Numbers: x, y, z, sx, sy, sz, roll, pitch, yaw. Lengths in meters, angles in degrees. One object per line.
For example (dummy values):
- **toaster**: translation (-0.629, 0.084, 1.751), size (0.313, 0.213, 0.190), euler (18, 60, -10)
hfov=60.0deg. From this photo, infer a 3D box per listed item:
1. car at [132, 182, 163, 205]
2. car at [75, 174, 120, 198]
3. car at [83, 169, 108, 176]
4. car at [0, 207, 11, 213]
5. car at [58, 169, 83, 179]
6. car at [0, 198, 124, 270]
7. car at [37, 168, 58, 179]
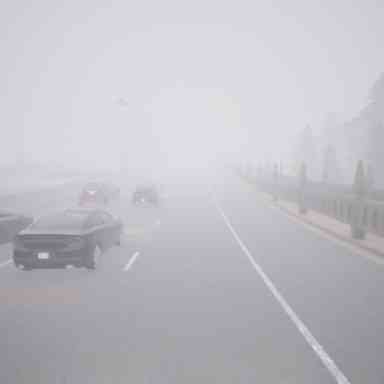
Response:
- **car**: translation (-3.334, 0.009, 25.207), size (1.837, 1.490, 4.892), euler (0, 7, 1)
- **car**: translation (-6.838, -0.125, 25.004), size (2.097, 1.767, 4.553), euler (0, 6, 1)
- **car**: translation (-13.845, -2.677, 48.600), size (1.895, 1.301, 4.718), euler (0, 7, 1)
- **car**: translation (-6.907, 1.177, 10.879), size (2.128, 1.511, 4.902), euler (0, 3, 1)
- **car**: translation (-17.342, -2.677, 48.626), size (1.895, 1.301, 4.718), euler (0, 7, 1)
- **car**: translation (-3.412, 1.196, 10.124), size (1.882, 1.535, 5.008), euler (0, 3, 0)
- **car**: translation (-20.839, -2.786, 48.639), size (2.128, 1.511, 4.902), euler (0, 7, 1)
